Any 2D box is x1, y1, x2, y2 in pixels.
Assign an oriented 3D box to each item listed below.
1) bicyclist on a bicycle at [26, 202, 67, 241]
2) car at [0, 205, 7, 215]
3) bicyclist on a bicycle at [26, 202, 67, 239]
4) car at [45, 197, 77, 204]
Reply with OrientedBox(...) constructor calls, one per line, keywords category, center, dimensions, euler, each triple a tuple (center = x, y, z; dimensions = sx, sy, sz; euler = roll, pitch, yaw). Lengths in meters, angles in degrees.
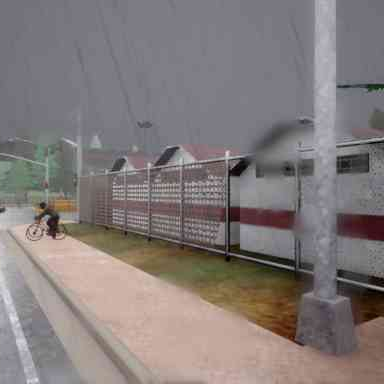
OrientedBox(category="bicyclist on a bicycle", center=(-6.278, 1.301, 14.363), dimensions=(1.656, 1.620, 0.582), euler=(0, 0, -14))
OrientedBox(category="car", center=(-20.546, 1.525, 32.086), dimensions=(4.674, 1.442, 1.812), euler=(0, 0, -35))
OrientedBox(category="bicyclist on a bicycle", center=(-6.794, 1.302, 15.583), dimensions=(1.656, 1.620, 0.582), euler=(0, 0, -39))
OrientedBox(category="car", center=(-19.508, 1.505, 50.096), dimensions=(4.892, 1.490, 1.837), euler=(0, 0, -35))
